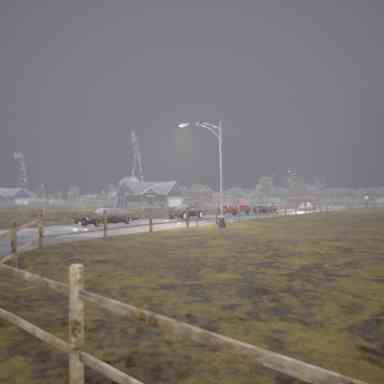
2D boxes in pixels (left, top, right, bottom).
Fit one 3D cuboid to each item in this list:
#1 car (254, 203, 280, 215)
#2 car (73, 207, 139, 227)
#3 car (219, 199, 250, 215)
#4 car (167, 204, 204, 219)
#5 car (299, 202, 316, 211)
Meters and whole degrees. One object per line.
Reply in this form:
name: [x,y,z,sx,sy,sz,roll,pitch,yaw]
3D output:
car: [9.621,2.146,42.577,1.837,1.490,4.892,-2,-3,36]
car: [-6.598,1.912,26.299,2.033,1.411,5.357,-2,-2,36]
car: [5.635,1.939,43.361,2.150,2.045,5.566,-2,-2,36]
car: [-0.568,2.040,34.707,1.837,1.490,4.892,-2,-2,36]
car: [19.487,2.477,56.323,1.812,1.442,4.674,-2,-2,36]
